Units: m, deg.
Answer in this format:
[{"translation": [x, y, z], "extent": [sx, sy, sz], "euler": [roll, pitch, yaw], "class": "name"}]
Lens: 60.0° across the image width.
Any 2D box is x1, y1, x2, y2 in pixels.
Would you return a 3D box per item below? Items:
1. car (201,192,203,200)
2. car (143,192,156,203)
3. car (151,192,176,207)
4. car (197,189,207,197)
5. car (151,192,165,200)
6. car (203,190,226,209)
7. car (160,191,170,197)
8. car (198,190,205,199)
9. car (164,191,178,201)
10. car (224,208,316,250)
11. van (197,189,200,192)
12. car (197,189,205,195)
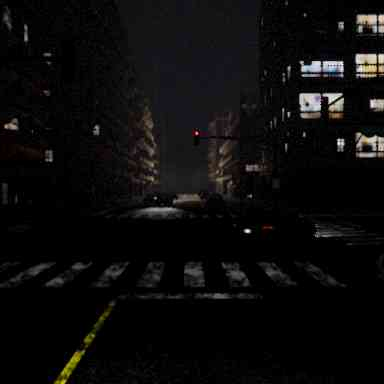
[{"translation": [2.510, 0.948, 41.724], "extent": [2.008, 1.369, 4.403], "euler": [0, 1, 0], "class": "car"}, {"translation": [-5.896, 0.869, 47.222], "extent": [2.008, 1.369, 4.403], "euler": [0, 1, 0], "class": "car"}, {"translation": [-3.265, 1.040, 38.770], "extent": [1.895, 1.301, 4.718], "euler": [0, 1, 0], "class": "car"}, {"translation": [2.340, 0.168, 80.456], "extent": [2.192, 1.841, 5.009], "euler": [0, 1, 0], "class": "car"}, {"translation": [-5.944, 0.727, 58.290], "extent": [1.947, 1.339, 4.313], "euler": [0, 1, 0], "class": "car"}, {"translation": [2.534, 0.917, 36.189], "extent": [1.967, 1.590, 4.097], "euler": [0, 1, 0], "class": "car"}, {"translation": [-6.017, 0.474, 74.889], "extent": [1.887, 1.381, 4.507], "euler": [0, 1, 0], "class": "car"}, {"translation": [2.437, 0.743, 58.326], "extent": [1.802, 1.307, 4.206], "euler": [0, 1, 0], "class": "car"}, {"translation": [-3.305, 0.761, 55.840], "extent": [1.994, 1.385, 4.181], "euler": [0, 1, 0], "class": "car"}, {"translation": [3.393, 1.359, 13.540], "extent": [1.994, 1.385, 4.181], "euler": [-1, 0, 43], "class": "car"}, {"translation": [2.388, 0.347, 69.390], "extent": [1.690, 1.788, 3.998], "euler": [0, 1, 0], "class": "van"}, {"translation": [2.412, 0.666, 63.860], "extent": [1.802, 1.307, 4.206], "euler": [0, 1, 0], "class": "car"}]
